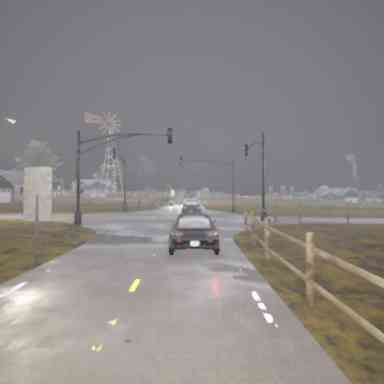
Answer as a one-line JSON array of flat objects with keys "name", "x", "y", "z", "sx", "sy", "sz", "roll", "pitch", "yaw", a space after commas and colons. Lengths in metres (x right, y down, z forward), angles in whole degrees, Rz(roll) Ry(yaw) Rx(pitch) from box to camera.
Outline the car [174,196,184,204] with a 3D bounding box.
[{"name": "car", "x": -2.773, "y": 1.685, "z": 71.377, "sx": 1.837, "sy": 1.490, "sz": 4.892, "roll": 0, "pitch": 0, "yaw": 0}]

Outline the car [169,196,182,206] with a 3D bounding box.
[{"name": "car", "x": -2.825, "y": 1.707, "z": 56.128, "sx": 1.895, "sy": 1.301, "sz": 4.718, "roll": 0, "pitch": 0, "yaw": 0}]

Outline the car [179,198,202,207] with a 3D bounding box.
[{"name": "car", "x": -0.038, "y": 1.545, "z": 32.517, "sx": 1.812, "sy": 1.442, "sz": 4.674, "roll": 0, "pitch": 0, "yaw": 0}]

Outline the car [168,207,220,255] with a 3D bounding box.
[{"name": "car", "x": 0.060, "y": 1.526, "z": 13.226, "sx": 1.812, "sy": 1.442, "sz": 4.674, "roll": 0, "pitch": 0, "yaw": -1}]
